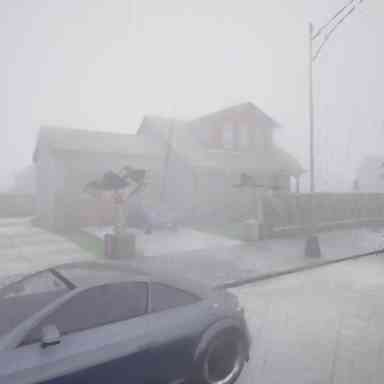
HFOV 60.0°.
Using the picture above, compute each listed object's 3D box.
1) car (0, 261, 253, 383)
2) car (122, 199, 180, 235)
[{"bbox_3d":[-1.325,1.557,3.653,4.181,1.385,1.994,-1,0,-35],"label":"car"},{"bbox_3d":[-2.095,1.115,15.960,1.845,1.501,3.633,-1,0,-38],"label":"car"}]
